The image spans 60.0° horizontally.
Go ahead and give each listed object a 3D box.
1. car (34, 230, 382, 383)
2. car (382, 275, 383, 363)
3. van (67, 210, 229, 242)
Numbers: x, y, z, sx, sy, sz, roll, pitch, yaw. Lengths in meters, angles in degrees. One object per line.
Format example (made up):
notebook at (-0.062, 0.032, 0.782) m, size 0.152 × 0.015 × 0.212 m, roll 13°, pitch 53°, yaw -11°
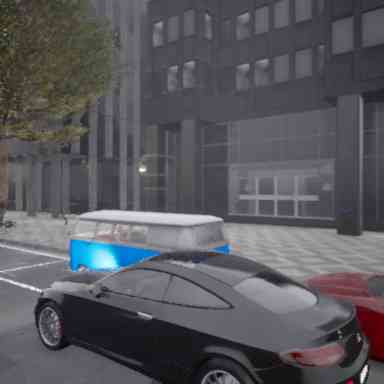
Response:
car at (-0.233, 1.530, 4.528) m, size 4.674 × 1.442 × 1.812 m, roll 0°, pitch 0°, yaw 36°
car at (3.452, 1.555, 4.178) m, size 4.507 × 1.381 × 1.887 m, roll 0°, pitch 0°, yaw 36°
van at (-1.115, 1.346, 7.451) m, size 3.998 × 1.788 × 1.690 m, roll 0°, pitch 0°, yaw 36°
